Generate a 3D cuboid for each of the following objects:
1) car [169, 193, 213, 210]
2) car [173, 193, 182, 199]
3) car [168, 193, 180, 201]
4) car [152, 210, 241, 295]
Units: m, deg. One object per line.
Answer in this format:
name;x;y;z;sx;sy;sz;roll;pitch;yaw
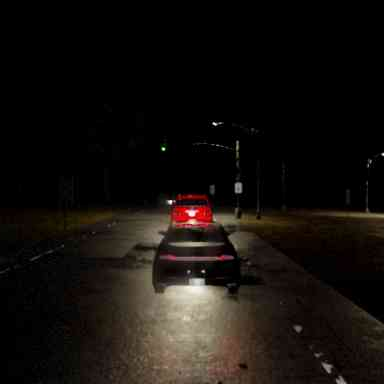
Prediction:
car;0.001;1.142;18.913;2.150;2.045;5.566;0;1;0
car;-3.514;0.861;80.307;1.994;1.385;4.181;0;0;0
car;-3.535;0.935;65.533;2.128;1.511;4.902;0;1;1
car;0.097;1.467;8.664;2.128;1.511;4.902;0;0;0
